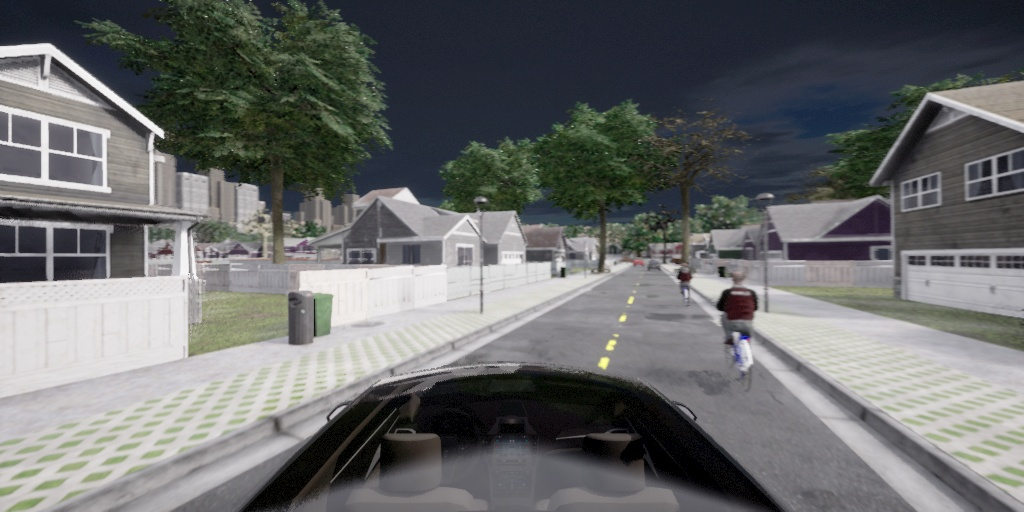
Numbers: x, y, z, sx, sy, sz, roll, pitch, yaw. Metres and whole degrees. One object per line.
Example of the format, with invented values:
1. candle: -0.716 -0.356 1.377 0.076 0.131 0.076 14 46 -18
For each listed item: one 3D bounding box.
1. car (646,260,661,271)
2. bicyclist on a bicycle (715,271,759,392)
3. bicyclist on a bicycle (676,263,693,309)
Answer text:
1. car: 21.623 1.463 54.649 2.128 1.511 4.902 -1 0 21
2. bicyclist on a bicycle: 3.645 1.122 5.852 0.659 1.776 1.843 -1 0 21
3. bicyclist on a bicycle: 6.863 1.159 14.258 0.659 1.776 1.843 -1 0 21
